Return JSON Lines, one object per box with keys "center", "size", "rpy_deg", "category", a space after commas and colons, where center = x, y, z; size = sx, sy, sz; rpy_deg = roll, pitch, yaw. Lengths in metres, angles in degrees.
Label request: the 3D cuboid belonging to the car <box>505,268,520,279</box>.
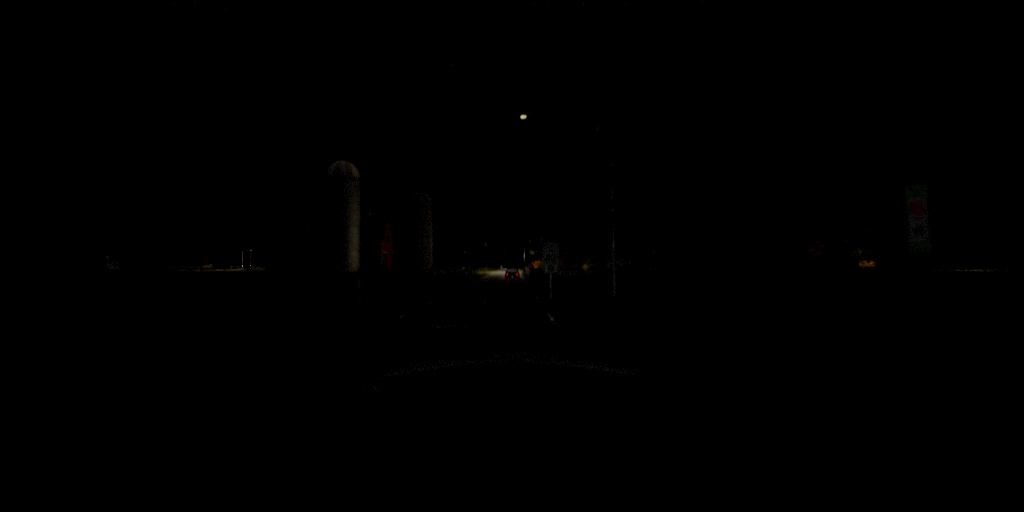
{"center": [0.024, 2.352, 46.772], "size": [1.895, 1.301, 4.718], "rpy_deg": [-1, -1, 0], "category": "car"}
